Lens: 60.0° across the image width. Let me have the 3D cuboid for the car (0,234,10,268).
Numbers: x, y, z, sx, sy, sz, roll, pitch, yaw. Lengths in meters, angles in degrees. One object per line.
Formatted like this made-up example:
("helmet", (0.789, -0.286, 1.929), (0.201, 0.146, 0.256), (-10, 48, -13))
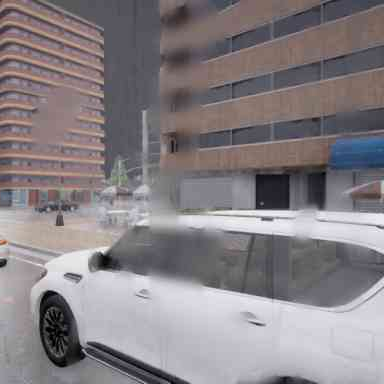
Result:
("car", (-7.210, 1.526, 10.162), (4.674, 1.442, 1.812), (0, 0, 40))

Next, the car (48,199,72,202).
("car", (-15.467, 1.560, 38.181), (1.837, 1.490, 4.892), (0, 0, 40))

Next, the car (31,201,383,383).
("car", (0.269, 1.221, 3.999), (5.566, 2.045, 2.150), (0, 0, 39))
